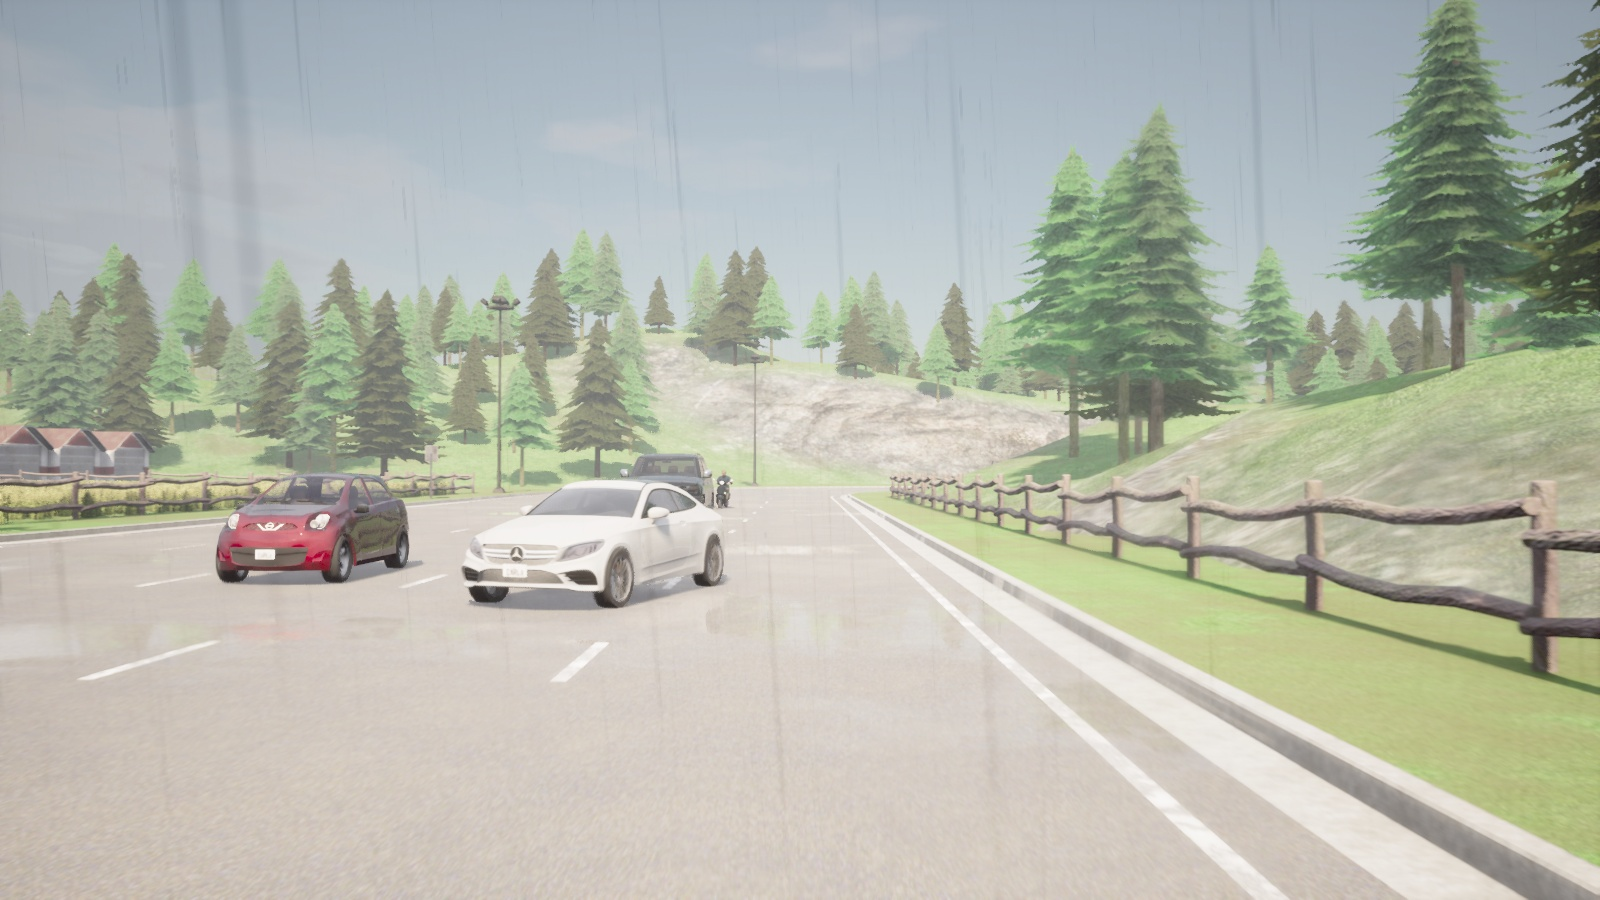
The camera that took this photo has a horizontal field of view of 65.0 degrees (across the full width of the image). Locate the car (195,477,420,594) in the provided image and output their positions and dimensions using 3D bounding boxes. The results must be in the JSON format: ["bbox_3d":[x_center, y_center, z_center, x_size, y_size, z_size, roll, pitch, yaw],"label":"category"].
[{"bbox_3d":[-7.006,1.163,18.295,1.845,1.501,3.633,0,-1,0],"label":"car"}]

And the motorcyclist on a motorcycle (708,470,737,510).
[{"bbox_3d":[-3.166,1.645,51.638,0.866,1.590,1.817,1,-1,6],"label":"motorcyclist on a motorcycle"}]

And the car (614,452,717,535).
[{"bbox_3d":[-3.502,1.113,33.800,2.150,2.045,5.566,0,-1,0],"label":"car"}]

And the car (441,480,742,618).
[{"bbox_3d":[-2.414,1.117,15.924,1.812,1.442,4.674,-1,-1,18],"label":"car"}]
